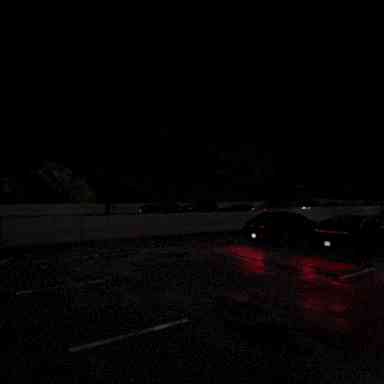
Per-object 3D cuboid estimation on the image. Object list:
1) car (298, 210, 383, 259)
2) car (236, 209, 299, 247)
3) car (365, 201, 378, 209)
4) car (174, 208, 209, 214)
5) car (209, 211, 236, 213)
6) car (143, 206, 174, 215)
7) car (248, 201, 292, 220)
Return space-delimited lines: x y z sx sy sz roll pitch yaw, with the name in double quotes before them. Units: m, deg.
"car" 6.782 1.692 13.582 4.902 1.511 2.128 1 -1 -39
"car" 4.632 1.712 16.343 4.892 1.490 1.837 1 0 -39
"car" 35.304 2.478 65.359 1.812 1.442 4.674 0 -1 34
"car" 0.725 1.717 36.191 4.553 1.767 2.097 1 -1 -42
"car" 4.753 1.932 34.315 5.357 1.411 2.033 1 -1 -34
"car" -3.576 1.820 37.099 4.902 1.511 2.128 1 0 -37
"car" 7.889 1.759 33.310 4.553 1.767 2.097 1 -1 -43
